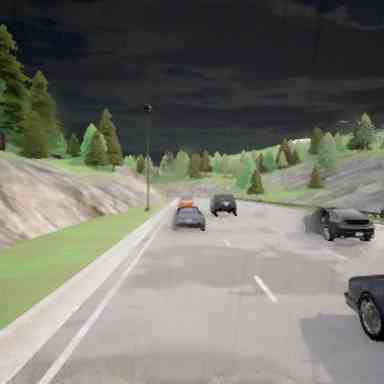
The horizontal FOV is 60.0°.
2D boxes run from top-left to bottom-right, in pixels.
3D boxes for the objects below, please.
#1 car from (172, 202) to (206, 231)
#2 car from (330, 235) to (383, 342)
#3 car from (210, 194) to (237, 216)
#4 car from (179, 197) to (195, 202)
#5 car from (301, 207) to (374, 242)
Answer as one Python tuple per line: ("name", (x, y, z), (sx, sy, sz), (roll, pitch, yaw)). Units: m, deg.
("car", (-0.202, 1.580, 20.865), (1.994, 1.385, 4.181), (0, 0, -1))
("car", (3.619, 1.541, 3.429), (2.033, 1.411, 5.357), (0, 0, -1))
("car", (3.049, 1.240, 32.861), (2.150, 2.045, 5.566), (0, 0, -1))
("car", (-0.651, 1.385, 42.696), (2.097, 1.767, 4.553), (0, 0, -1))
("car", (6.910, 1.501, 16.269), (1.837, 1.490, 4.892), (0, 0, -1))
